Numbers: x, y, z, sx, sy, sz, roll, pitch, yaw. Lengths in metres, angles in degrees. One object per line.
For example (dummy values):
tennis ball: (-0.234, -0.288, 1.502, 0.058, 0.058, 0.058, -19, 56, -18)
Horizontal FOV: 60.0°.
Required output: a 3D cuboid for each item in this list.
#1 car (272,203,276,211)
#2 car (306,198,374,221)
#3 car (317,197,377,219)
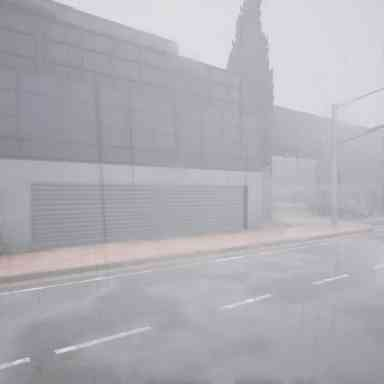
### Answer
car: (7.613, 1.492, 39.015, 2.128, 1.511, 4.902, 0, 0, -37)
car: (11.868, 1.491, 27.436, 2.128, 1.511, 4.902, 0, 0, -37)
car: (14.041, 1.352, 30.379, 2.097, 1.767, 4.553, 0, 0, -37)
